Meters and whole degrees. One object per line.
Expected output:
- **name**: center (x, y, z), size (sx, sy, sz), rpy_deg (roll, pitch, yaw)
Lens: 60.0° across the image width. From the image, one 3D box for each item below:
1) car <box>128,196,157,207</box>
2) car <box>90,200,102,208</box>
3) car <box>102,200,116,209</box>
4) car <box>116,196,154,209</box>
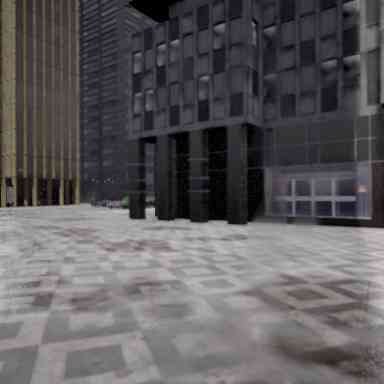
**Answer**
- **car**: center (-9.238, 1.738, 63.083), size (2.150, 2.045, 5.566), rpy_deg (-1, -1, 36)
- **car**: center (-15.846, 2.142, 59.510), size (1.895, 1.301, 4.718), rpy_deg (-1, 0, 36)
- **car**: center (-11.465, 2.030, 54.376), size (2.033, 1.411, 5.357), rpy_deg (-1, 0, 36)
- **car**: center (-8.740, 1.680, 52.602), size (2.150, 2.045, 5.566), rpy_deg (-1, 0, 36)
